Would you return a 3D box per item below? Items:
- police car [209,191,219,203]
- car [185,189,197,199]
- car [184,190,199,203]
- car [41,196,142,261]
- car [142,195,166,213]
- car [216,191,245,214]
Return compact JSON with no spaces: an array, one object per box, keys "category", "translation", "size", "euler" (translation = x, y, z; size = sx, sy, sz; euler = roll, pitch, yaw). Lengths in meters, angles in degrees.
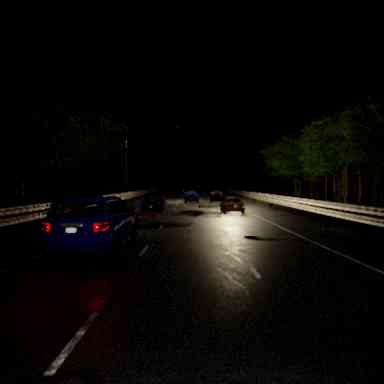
[{"category":"police car","translation":[3.404,0.614,46.365],"size":[1.930,1.638,5.238],"euler":[0,2,0]},{"category":"car","translation":[-0.165,0.376,57.319],"size":[2.128,1.511,4.902],"euler":[0,2,0]},{"category":"car","translation":[-0.030,0.704,44.946],"size":[1.882,1.535,5.008],"euler":[0,1,0]},{"category":"car","translation":[-3.436,1.152,12.114],"size":[2.150,2.045,5.566],"euler":[0,1,0]},{"category":"car","translation":[-3.488,1.050,30.562],"size":[1.882,1.535,5.008],"euler":[0,1,0]},{"category":"car","translation":[3.508,1.057,29.512],"size":[1.801,1.575,5.366],"euler":[0,2,0]}]
